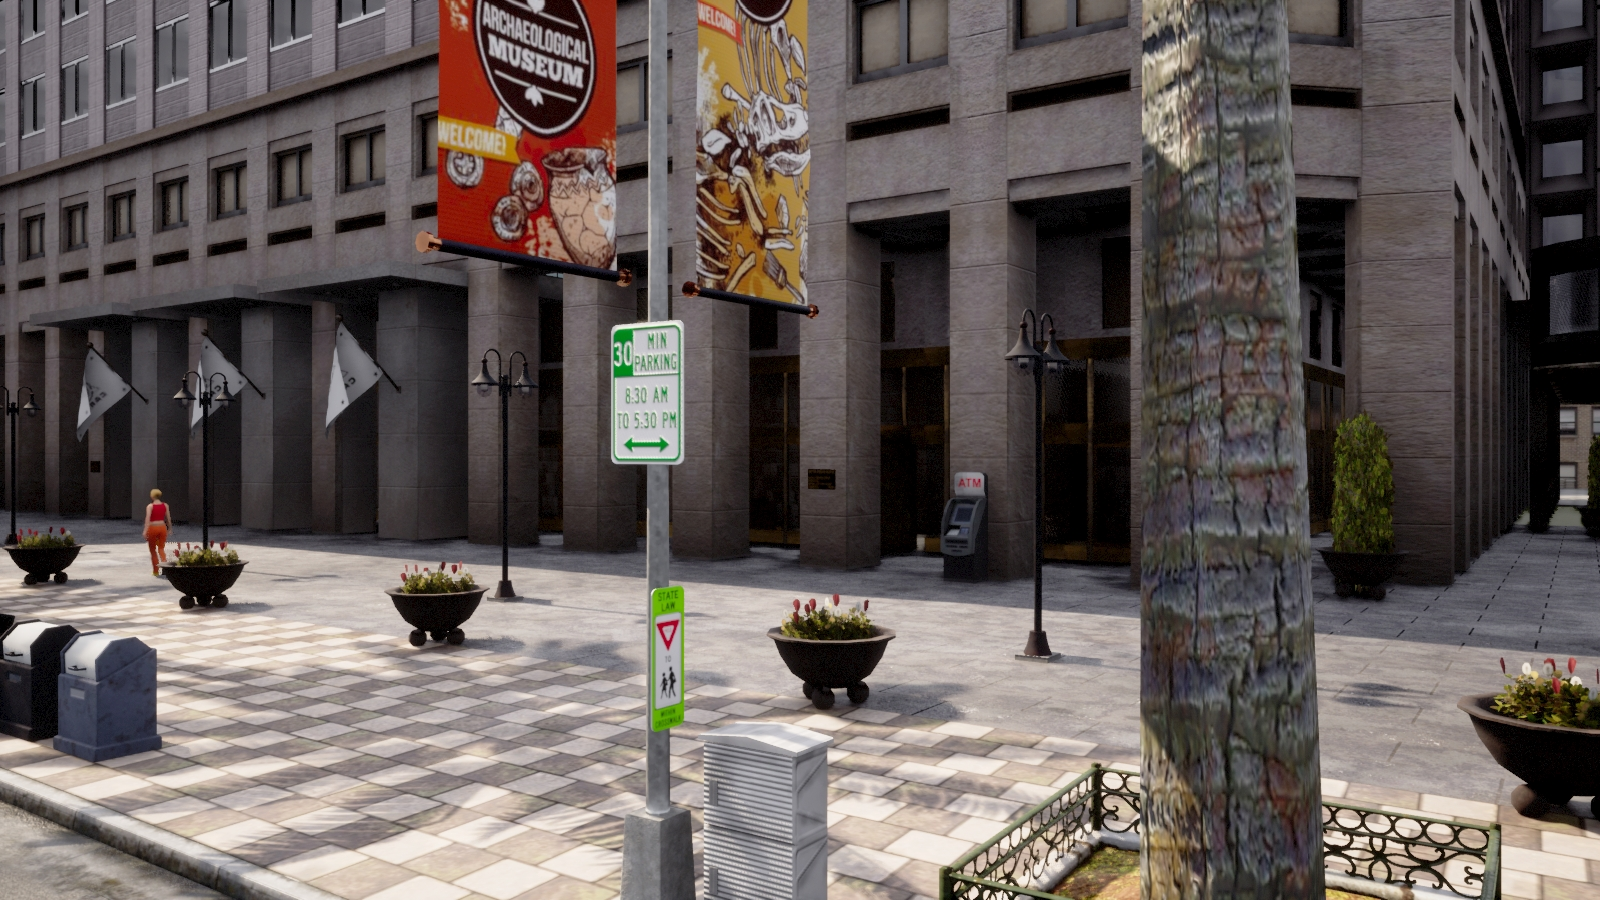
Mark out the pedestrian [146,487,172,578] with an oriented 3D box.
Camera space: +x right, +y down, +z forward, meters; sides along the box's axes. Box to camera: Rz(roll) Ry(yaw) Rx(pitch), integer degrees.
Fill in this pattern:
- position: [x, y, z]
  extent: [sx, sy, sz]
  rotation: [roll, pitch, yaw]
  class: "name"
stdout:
- position: [-13.332, 1.704, 23.765]
  extent: [0.375, 1.860, 0.375]
  rotation: [0, 0, 40]
  class: "pedestrian"
